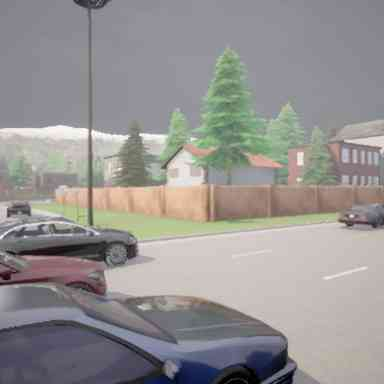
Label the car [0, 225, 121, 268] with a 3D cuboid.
[{"bbox_3d":[-3.752,1.526,5.369,4.674,1.442,1.812,-1,0,-35],"label":"car"}]

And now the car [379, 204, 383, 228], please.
[{"bbox_3d":[11.314,1.374,16.108,4.892,1.490,1.837,-1,0,-35],"label":"car"}]

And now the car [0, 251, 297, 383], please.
[{"bbox_3d":[-1.524,1.546,2.658,5.357,1.411,2.033,-1,0,-35],"label":"car"}]

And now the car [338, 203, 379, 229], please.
[{"bbox_3d":[11.063,1.401,20.228,5.357,1.411,2.033,-1,0,-35],"label":"car"}]

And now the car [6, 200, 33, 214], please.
[{"bbox_3d":[-15.522,1.473,29.926,1.837,1.490,4.892,0,0,-28],"label":"car"}]

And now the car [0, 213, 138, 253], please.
[{"bbox_3d":[-3.925,1.476,9.545,4.902,1.511,2.128,0,0,-35],"label":"car"}]
